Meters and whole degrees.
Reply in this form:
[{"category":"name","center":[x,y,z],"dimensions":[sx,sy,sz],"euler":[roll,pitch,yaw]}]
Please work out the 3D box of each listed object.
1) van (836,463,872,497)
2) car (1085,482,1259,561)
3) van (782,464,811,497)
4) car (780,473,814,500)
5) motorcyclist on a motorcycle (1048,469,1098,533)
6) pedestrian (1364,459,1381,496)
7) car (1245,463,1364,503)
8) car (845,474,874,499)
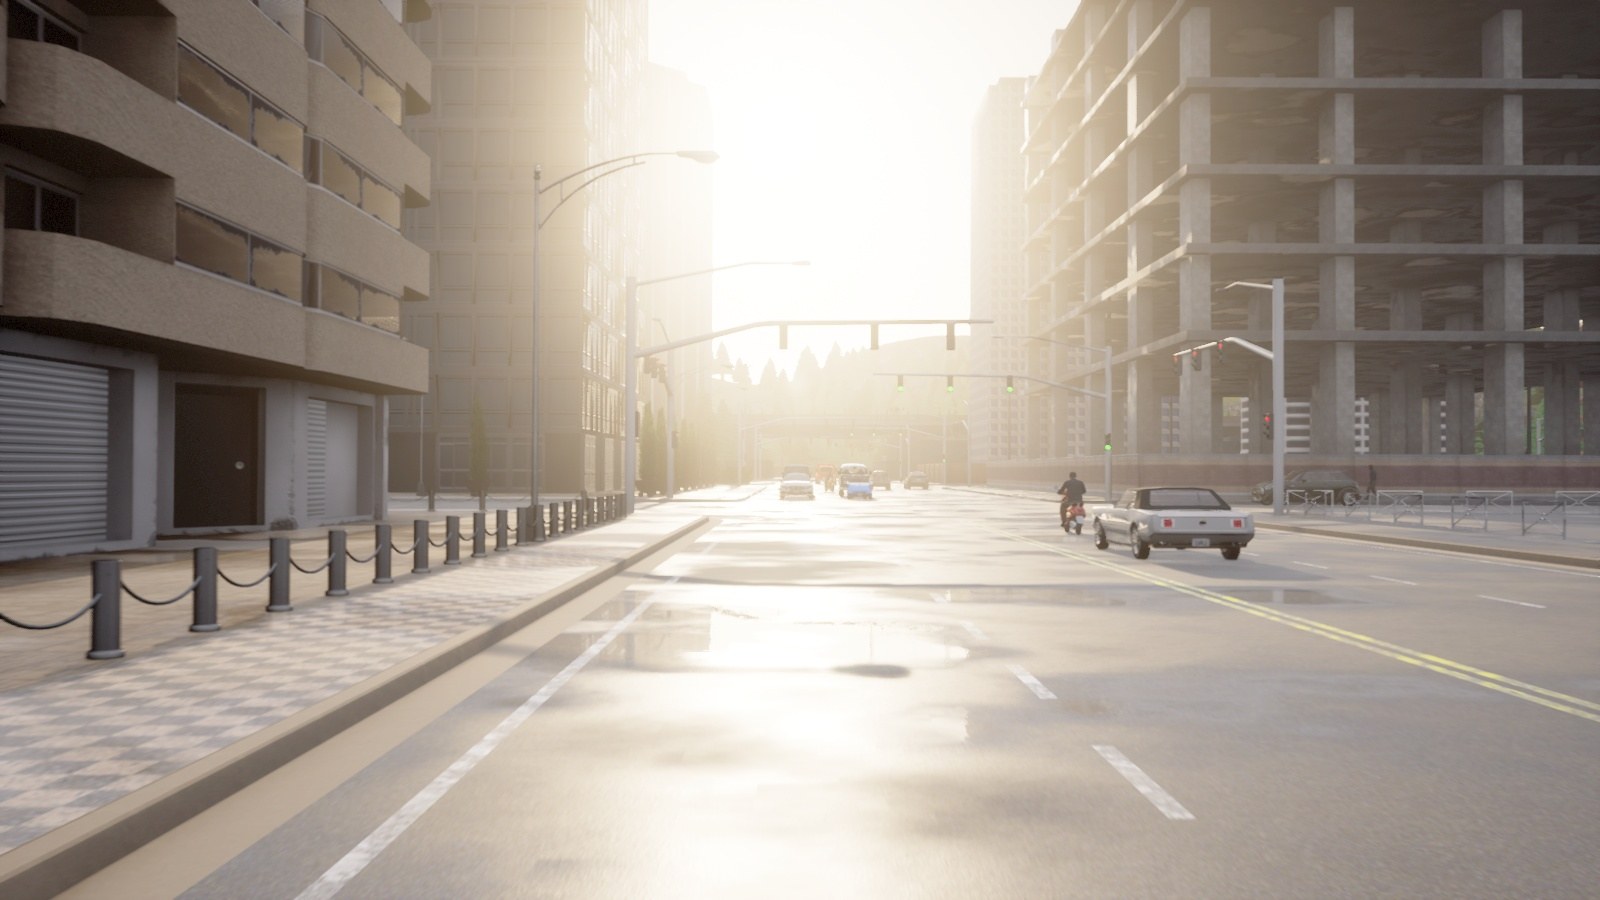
[{"category":"van","center":[3.310,1.826,77.750],"dimensions":[2.069,2.038,4.480],"euler":[0,-1,0]},{"category":"car","center":[6.942,1.289,23.975],"dimensions":[1.895,1.301,4.718],"euler":[0,-1,0]},{"category":"van","center":[-0.193,1.895,79.258],"dimensions":[1.775,1.987,4.442],"euler":[0,-1,0]},{"category":"car","center":[-0.171,2.018,70.311],"dimensions":[1.812,1.442,4.674],"euler":[0,-1,0]},{"category":"motorcyclist on a motorcycle","center":[6.922,1.275,31.940],"dimensions":[0.866,1.590,1.817],"euler":[0,-1,0]},{"category":"pedestrian","center":[28.611,1.358,62.781],"dimensions":[0.726,1.835,0.370],"euler":[0,-1,16]},{"category":"car","center":[22.923,1.483,57.190],"dimensions":[4.553,1.767,2.097],"euler":[0,-1,0]},{"category":"car","center":[3.329,2.037,70.520],"dimensions":[1.481,1.376,2.207],"euler":[0,-1,0]}]
